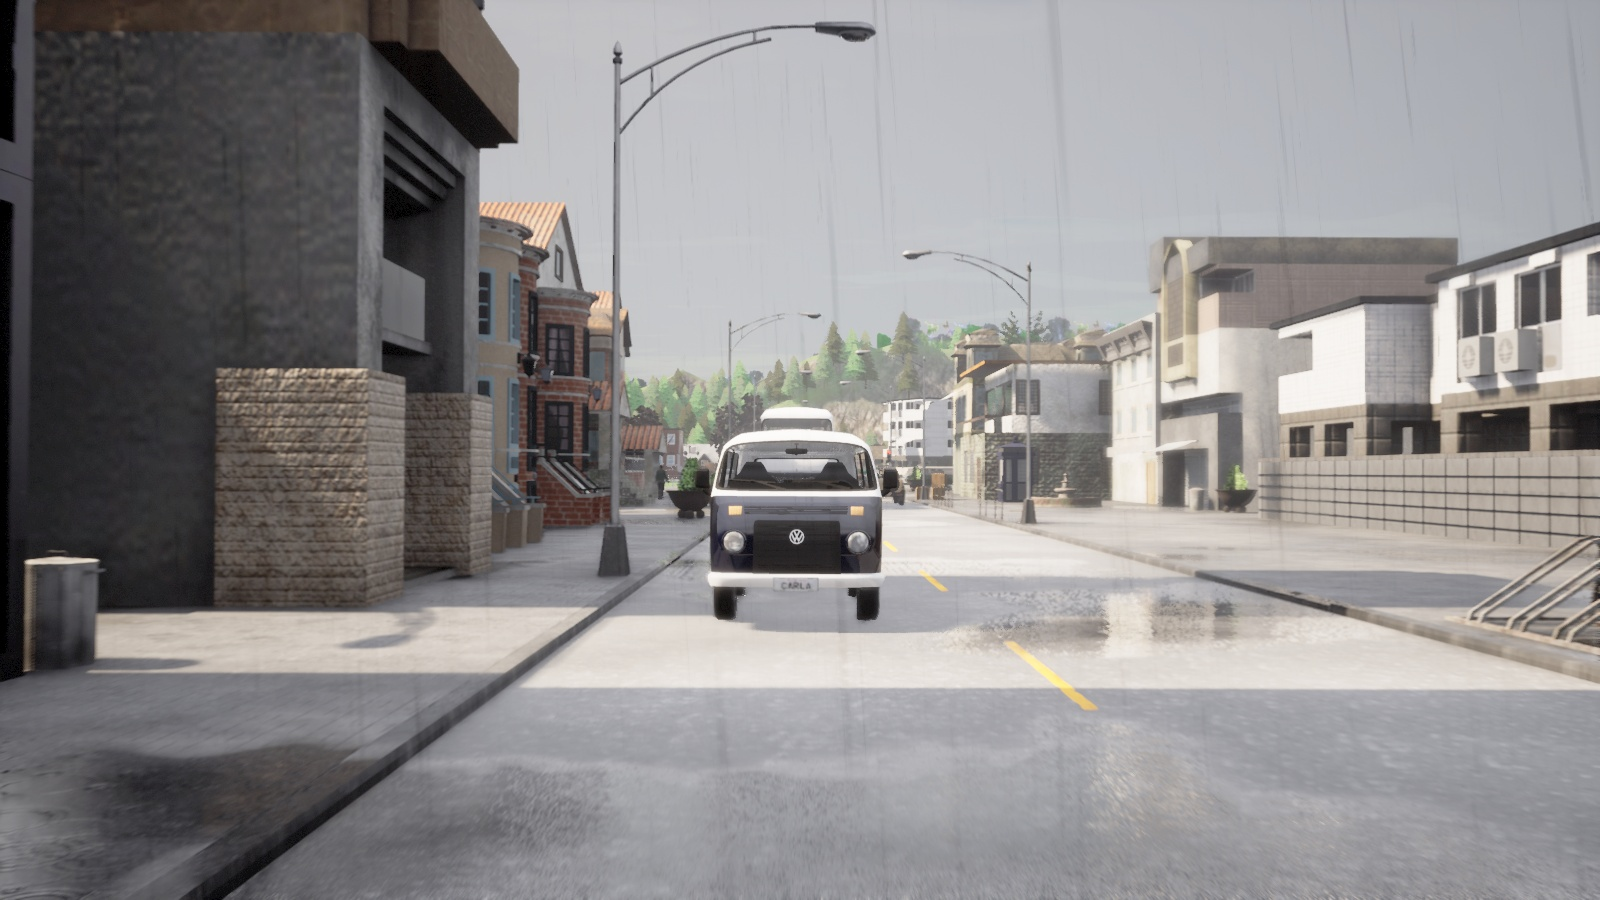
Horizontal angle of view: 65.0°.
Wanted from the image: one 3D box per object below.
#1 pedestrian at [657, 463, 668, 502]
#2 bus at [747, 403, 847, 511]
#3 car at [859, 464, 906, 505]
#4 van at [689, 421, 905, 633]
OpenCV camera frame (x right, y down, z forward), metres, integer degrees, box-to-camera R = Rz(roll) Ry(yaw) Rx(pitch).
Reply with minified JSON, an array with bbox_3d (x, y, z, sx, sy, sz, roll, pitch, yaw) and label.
[{"bbox_3d":[-6.958,1.626,63.402,0.423,1.949,0.788,0,-1,4],"label":"pedestrian"},{"bbox_3d":[-0.140,0.358,54.913,3.944,4.253,10.273,0,-1,0],"label":"bus"},{"bbox_3d":[3.853,1.610,59.406,1.932,1.855,4.605,0,-1,0],"label":"car"},{"bbox_3d":[-0.037,0.778,14.330,2.069,2.038,4.480,0,-1,0],"label":"van"}]
